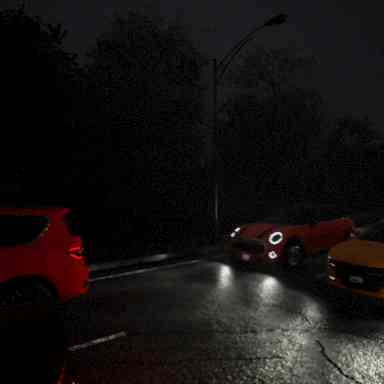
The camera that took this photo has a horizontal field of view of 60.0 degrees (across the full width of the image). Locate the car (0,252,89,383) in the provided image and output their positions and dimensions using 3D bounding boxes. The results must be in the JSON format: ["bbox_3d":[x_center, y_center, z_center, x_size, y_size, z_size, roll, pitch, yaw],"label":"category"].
[{"bbox_3d":[-3.186,1.519,1.675,5.008,1.535,1.882,-1,0,-36],"label":"car"}]

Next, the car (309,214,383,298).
[{"bbox_3d":[5.128,1.314,7.761,5.008,1.535,1.882,-2,1,-36],"label":"car"}]

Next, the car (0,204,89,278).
[{"bbox_3d":[-4.465,1.269,5.078,5.566,2.045,2.150,-1,0,-36],"label":"car"}]

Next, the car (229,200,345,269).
[{"bbox_3d":[3.331,1.197,10.783,4.553,1.767,2.097,-2,1,-36],"label":"car"}]
